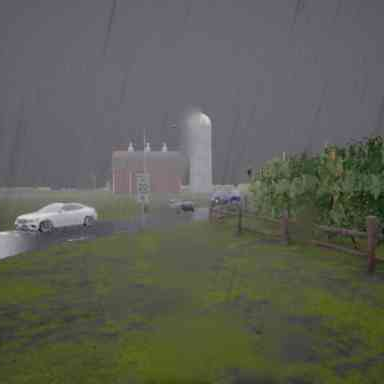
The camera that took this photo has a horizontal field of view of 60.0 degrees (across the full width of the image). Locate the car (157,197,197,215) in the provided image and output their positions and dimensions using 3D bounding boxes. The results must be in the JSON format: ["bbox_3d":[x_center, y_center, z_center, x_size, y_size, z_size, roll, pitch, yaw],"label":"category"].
[{"bbox_3d":[-1.224,1.159,28.826,1.994,1.385,4.181,-1,1,29],"label":"car"}]

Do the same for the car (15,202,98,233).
[{"bbox_3d":[-7.340,1.325,18.453,1.812,1.442,4.674,-1,1,30],"label":"car"}]

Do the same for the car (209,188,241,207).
[{"bbox_3d":[3.914,0.626,38.523,2.150,2.045,5.566,-1,1,26],"label":"car"}]
